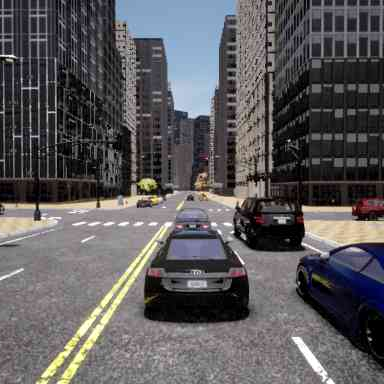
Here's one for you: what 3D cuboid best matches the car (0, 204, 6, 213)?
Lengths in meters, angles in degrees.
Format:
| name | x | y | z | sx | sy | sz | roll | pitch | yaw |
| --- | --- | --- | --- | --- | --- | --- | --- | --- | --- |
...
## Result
| name | x | y | z | sx | sy | sz | roll | pitch | yaw |
| --- | --- | --- | --- | --- | --- | --- | --- | --- | --- |
| car | -19.948 | 1.345 | 30.927 | 4.892 | 1.490 | 1.837 | 1 | 1 | 1 |

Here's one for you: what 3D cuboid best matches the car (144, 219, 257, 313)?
| name | x | y | z | sx | sy | sz | roll | pitch | yaw |
| --- | --- | --- | --- | --- | --- | --- | --- | --- | --- |
| car | 0.066 | 1.560 | 7.772 | 1.994 | 1.385 | 4.181 | 0 | 0 | -1 |

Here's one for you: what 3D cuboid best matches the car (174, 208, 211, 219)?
| name | x | y | z | sx | sy | sz | roll | pitch | yaw |
| --- | --- | --- | --- | --- | --- | --- | --- | --- | --- |
| car | 0.021 | 1.538 | 16.994 | 2.033 | 1.411 | 5.357 | 0 | 0 | 0 |

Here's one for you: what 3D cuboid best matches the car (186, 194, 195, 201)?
| name | x | y | z | sx | sy | sz | roll | pitch | yaw |
| --- | --- | --- | --- | --- | --- | --- | --- | --- | --- |
| car | -0.373 | 1.426 | 79.402 | 1.837 | 1.490 | 4.892 | 0 | 0 | 0 |

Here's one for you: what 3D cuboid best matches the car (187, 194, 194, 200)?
| name | x | y | z | sx | sy | sz | roll | pitch | yaw |
| --- | --- | --- | --- | --- | --- | --- | --- | --- | --- |
| car | -0.420 | 1.387 | 89.461 | 1.882 | 1.535 | 5.008 | 0 | 0 | 0 |

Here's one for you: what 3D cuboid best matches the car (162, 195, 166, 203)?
| name | x | y | z | sx | sy | sz | roll | pitch | yaw |
| --- | --- | --- | --- | --- | --- | --- | --- | --- | --- |
| car | -6.842 | 1.469 | 66.544 | 1.812 | 1.442 | 4.674 | 0 | 0 | 0 |

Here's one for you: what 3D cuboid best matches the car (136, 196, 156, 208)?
| name | x | y | z | sx | sy | sz | roll | pitch | yaw |
| --- | --- | --- | --- | --- | --- | --- | --- | --- | --- |
| car | -6.816 | 1.529 | 48.167 | 1.994 | 1.385 | 4.181 | 0 | 0 | 0 |

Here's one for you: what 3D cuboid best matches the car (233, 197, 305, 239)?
| name | x | y | z | sx | sy | sz | roll | pitch | yaw |
| --- | --- | --- | --- | --- | --- | --- | --- | --- | --- |
| car | 3.304 | 1.213 | 15.224 | 2.150 | 2.045 | 5.566 | 0 | 0 | -2 |

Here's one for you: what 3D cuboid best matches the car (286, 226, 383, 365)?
| name | x | y | z | sx | sy | sz | roll | pitch | yaw |
| --- | --- | --- | --- | --- | --- | --- | --- | --- | --- |
| car | 3.333 | 1.561 | 5.803 | 1.994 | 1.385 | 4.181 | 0 | 0 | -1 |

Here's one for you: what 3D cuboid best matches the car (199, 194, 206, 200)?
| name | x | y | z | sx | sy | sz | roll | pitch | yaw |
| --- | --- | --- | --- | --- | --- | --- | --- | --- | --- |
| car | 2.832 | 1.242 | 89.058 | 1.837 | 1.490 | 4.892 | 0 | 0 | 0 |

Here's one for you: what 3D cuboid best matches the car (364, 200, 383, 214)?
| name | x | y | z | sx | sy | sz | roll | pitch | yaw |
| --- | --- | --- | --- | --- | --- | --- | --- | --- | --- |
| car | 21.641 | 1.643 | 36.226 | 4.829 | 1.417 | 1.752 | 1 | 0 | 1 |

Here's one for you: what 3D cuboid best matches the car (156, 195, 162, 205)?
| name | x | y | z | sx | sy | sz | roll | pitch | yaw |
| --- | --- | --- | --- | --- | --- | --- | --- | --- | --- |
| car | -6.850 | 1.433 | 57.096 | 1.882 | 1.535 | 5.008 | 0 | 0 | 0 |

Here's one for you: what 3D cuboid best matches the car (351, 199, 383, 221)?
| name | x | y | z | sx | sy | sz | roll | pitch | yaw |
| --- | --- | --- | --- | --- | --- | --- | --- | --- | --- |
| car | 16.071 | 1.520 | 27.913 | 5.009 | 1.841 | 2.192 | 1 | 0 | 1 |

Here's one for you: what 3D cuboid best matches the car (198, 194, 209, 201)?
| name | x | y | z | sx | sy | sz | roll | pitch | yaw |
| --- | --- | --- | --- | --- | --- | --- | --- | --- | --- |
| car | 2.882 | 1.396 | 78.641 | 1.882 | 1.535 | 5.008 | 0 | 0 | 0 |
